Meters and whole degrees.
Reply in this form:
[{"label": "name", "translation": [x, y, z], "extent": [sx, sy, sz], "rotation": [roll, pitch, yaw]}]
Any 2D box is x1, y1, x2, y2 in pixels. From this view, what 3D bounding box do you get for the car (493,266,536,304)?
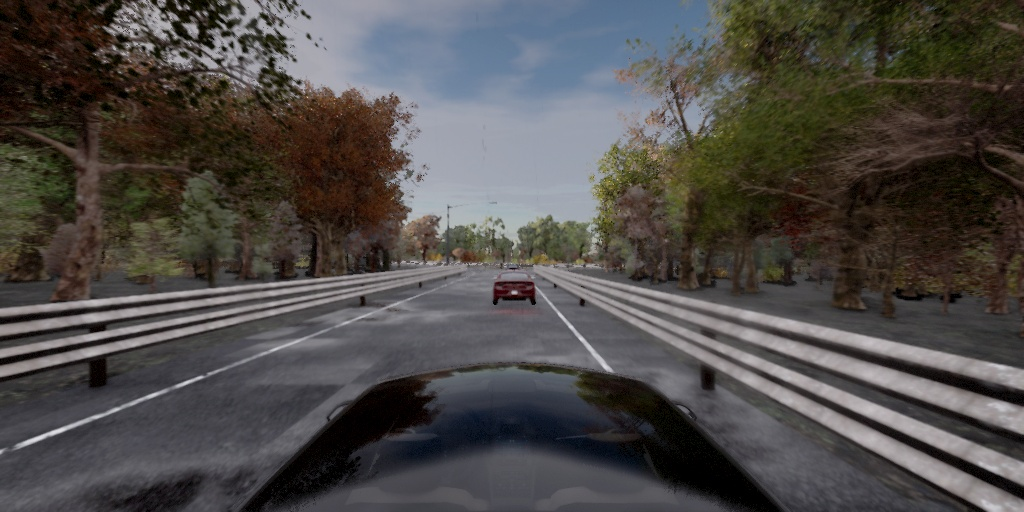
[{"label": "car", "translation": [0.103, 1.426, 17.691], "extent": [1.882, 1.535, 5.008], "rotation": [0, -1, 0]}]
